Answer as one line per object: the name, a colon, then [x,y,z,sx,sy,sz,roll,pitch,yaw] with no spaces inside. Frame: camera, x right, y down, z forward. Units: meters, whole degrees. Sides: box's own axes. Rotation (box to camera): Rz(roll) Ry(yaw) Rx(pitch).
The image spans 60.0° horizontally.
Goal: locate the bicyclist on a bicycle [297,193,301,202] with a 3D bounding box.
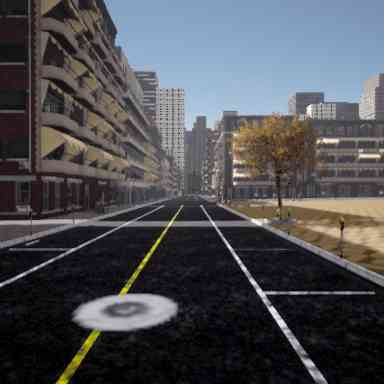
bicyclist on a bicycle: [20.244,1.026,63.138,0.582,1.620,1.656,-1,0,-1]
